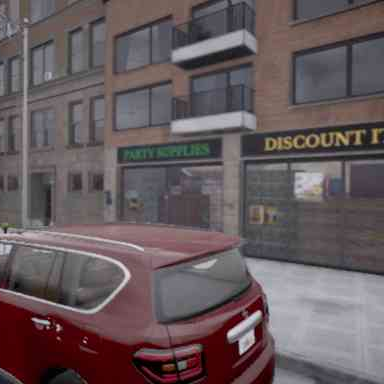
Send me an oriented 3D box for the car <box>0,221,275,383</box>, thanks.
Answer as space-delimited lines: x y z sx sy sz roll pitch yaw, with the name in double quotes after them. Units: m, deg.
-1.495 1.308 4.128 5.009 1.841 2.192 0 1 35 "car"
